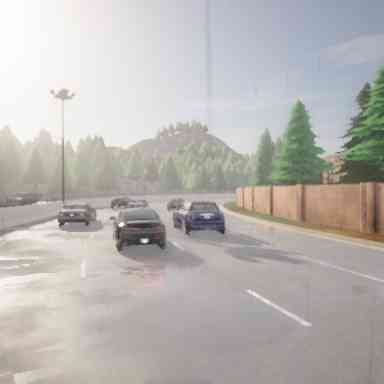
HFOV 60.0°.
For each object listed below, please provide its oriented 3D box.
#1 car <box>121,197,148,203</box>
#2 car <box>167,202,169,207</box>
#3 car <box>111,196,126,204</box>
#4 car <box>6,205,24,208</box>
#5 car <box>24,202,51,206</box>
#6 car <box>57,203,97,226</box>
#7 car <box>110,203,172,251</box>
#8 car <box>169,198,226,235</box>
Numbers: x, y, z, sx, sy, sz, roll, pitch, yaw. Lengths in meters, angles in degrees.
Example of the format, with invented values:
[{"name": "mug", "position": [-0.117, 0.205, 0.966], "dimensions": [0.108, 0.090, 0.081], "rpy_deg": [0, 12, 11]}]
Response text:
[{"name": "car", "position": [-5.191, 1.369, 32.405], "dimensions": [2.033, 1.411, 5.357], "rpy_deg": [0, 0, -3]}, {"name": "car", "position": [-1.720, 1.346, 38.274], "dimensions": [1.994, 1.385, 4.181], "rpy_deg": [0, 0, 1]}, {"name": "car", "position": [-8.629, 1.277, 41.125], "dimensions": [1.837, 1.490, 4.892], "rpy_deg": [0, -1, 2]}, {"name": "car", "position": [-19.438, 1.037, 38.061], "dimensions": [2.150, 2.045, 5.566], "rpy_deg": [0, 0, 0]}, {"name": "car", "position": [-15.939, 1.361, 36.830], "dimensions": [2.033, 1.411, 5.357], "rpy_deg": [0, 0, 0]}, {"name": "car", "position": [-7.645, 1.430, 22.494], "dimensions": [2.033, 1.411, 5.357], "rpy_deg": [0, 0, -9]}, {"name": "car", "position": [-2.294, 1.428, 13.928], "dimensions": [1.837, 1.490, 4.892], "rpy_deg": [0, 0, -15]}, {"name": "car", "position": [0.261, 1.245, 18.388], "dimensions": [2.097, 1.767, 4.553], "rpy_deg": [0, 0, -13]}]
